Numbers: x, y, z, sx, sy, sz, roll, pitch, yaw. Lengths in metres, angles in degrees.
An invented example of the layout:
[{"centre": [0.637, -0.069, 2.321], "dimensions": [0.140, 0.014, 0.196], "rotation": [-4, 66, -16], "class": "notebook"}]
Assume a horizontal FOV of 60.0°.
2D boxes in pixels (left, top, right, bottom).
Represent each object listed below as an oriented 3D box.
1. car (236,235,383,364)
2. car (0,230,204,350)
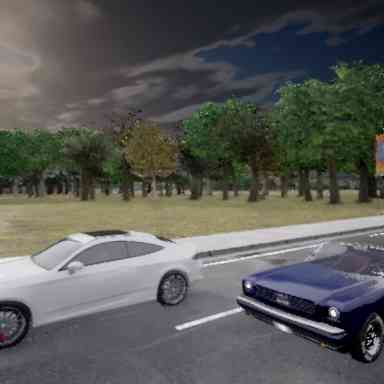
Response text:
[{"centre": [3.041, 1.525, 5.862], "dimensions": [4.718, 1.301, 1.895], "rotation": [-1, 1, -36], "class": "car"}, {"centre": [-1.910, 1.499, 6.317], "dimensions": [4.674, 1.442, 1.812], "rotation": [-1, 1, -36], "class": "car"}]
